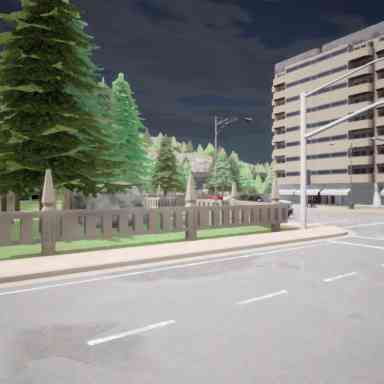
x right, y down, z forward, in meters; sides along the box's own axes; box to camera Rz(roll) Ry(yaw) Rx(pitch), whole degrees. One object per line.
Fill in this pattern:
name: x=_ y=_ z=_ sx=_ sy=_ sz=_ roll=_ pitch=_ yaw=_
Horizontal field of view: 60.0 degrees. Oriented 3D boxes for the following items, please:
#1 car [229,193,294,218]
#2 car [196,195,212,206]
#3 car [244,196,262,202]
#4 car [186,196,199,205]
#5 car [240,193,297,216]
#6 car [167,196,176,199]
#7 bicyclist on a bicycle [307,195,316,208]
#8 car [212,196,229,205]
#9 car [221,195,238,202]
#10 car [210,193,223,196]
car: x=6.022 y=1.166 z=28.626 sx=2.150 sy=2.045 sz=5.566 roll=0 pitch=0 yaw=-33
car: x=0.168 y=1.422 z=38.956 sx=1.882 sy=1.535 sz=5.008 roll=0 pitch=0 yaw=-22
car: x=14.233 y=1.540 z=77.266 sx=1.895 sy=1.301 sz=4.718 roll=0 pitch=0 yaw=40
car: x=0.157 y=1.451 z=60.000 sx=1.837 sy=1.490 sz=4.892 roll=0 pitch=-1 yaw=6
car: x=7.409 y=1.166 z=32.889 sx=2.150 sy=2.045 sz=5.566 roll=0 pitch=0 yaw=-32
car: x=-3.362 y=1.422 z=53.391 sx=1.882 sy=1.535 sz=5.008 roll=0 pitch=0 yaw=-3
bicyclist on a bicycle: x=15.252 y=1.245 z=42.431 sx=1.656 sy=1.620 sz=0.582 roll=0 pitch=0 yaw=-29
car: x=2.601 y=1.545 z=42.042 sx=1.895 sy=1.301 sz=4.718 roll=0 pitch=0 yaw=-20
car: x=8.518 y=1.469 z=75.156 sx=1.812 sy=1.442 sz=4.674 roll=0 pitch=0 yaw=32
car: x=4.736 y=1.166 z=65.202 sx=2.150 sy=2.045 sz=5.566 roll=0 pitch=0 yaw=14
